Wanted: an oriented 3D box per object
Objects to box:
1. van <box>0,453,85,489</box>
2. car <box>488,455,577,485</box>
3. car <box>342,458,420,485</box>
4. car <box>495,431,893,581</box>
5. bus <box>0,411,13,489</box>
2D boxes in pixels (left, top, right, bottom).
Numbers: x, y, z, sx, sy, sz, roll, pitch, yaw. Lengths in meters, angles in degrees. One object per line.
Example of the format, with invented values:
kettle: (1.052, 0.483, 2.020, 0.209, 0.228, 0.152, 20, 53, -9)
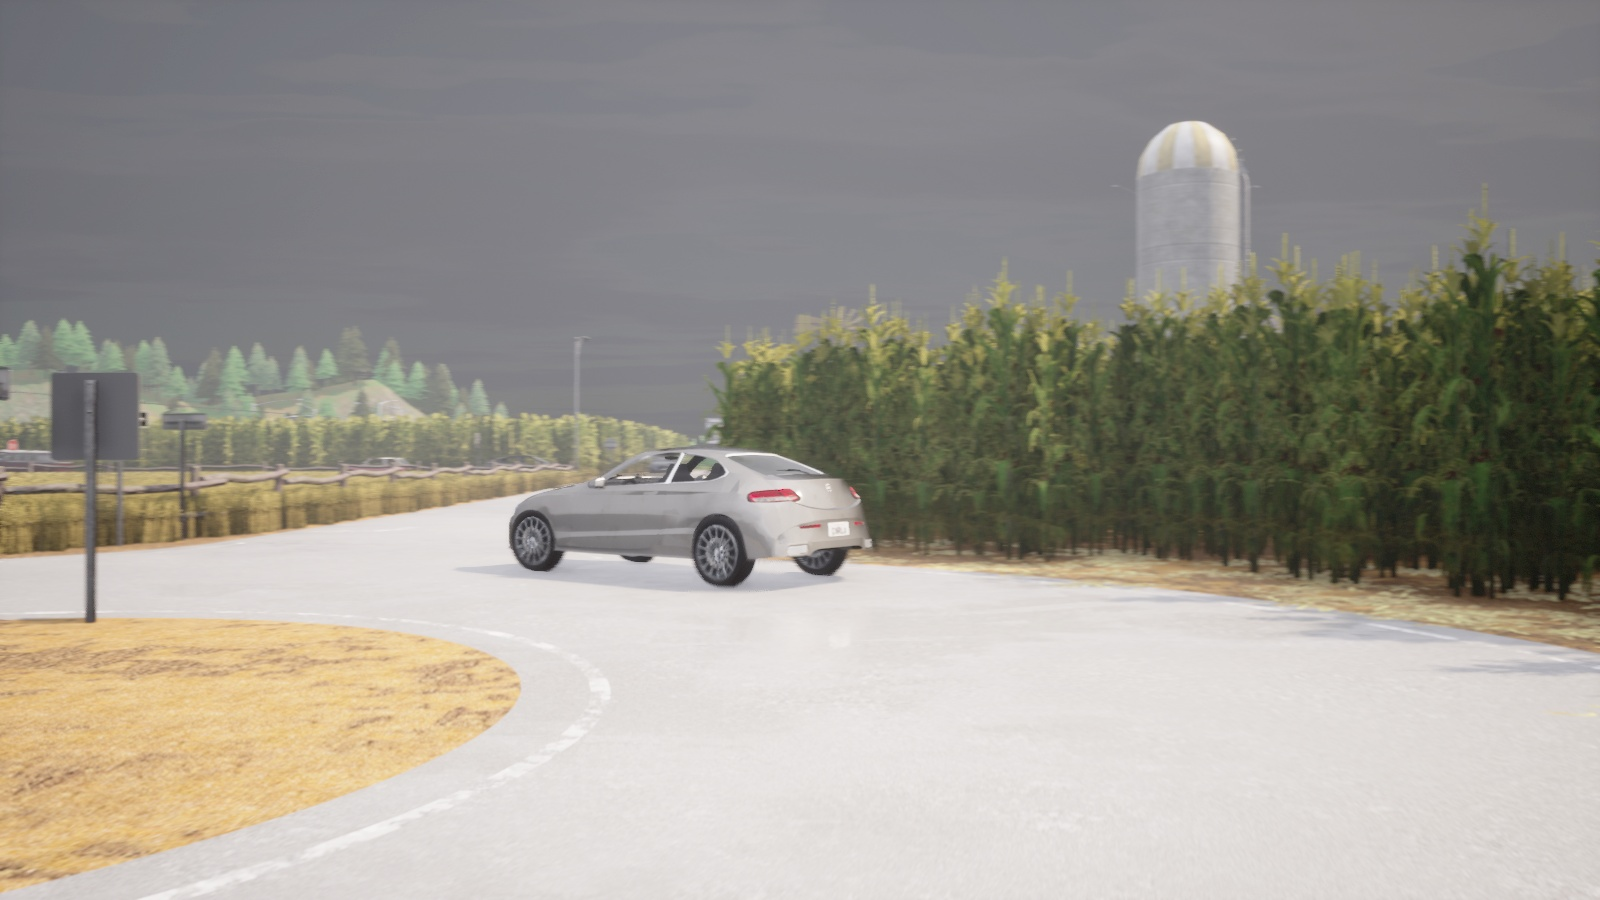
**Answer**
van: (-43.327, 1.177, 71.228, 4.442, 1.987, 1.775, 1, -1, 0)
car: (-14.567, 1.070, 68.529, 4.514, 1.525, 2.007, -1, 0, -3)
car: (-23.801, 1.227, 71.398, 3.806, 1.475, 1.970, -1, 0, -1)
car: (-1.486, 0.633, 16.207, 5.027, 1.651, 2.152, -1, 0, 39)
bus: (-49.343, 0.034, 68.636, 10.273, 4.253, 3.944, 0, 0, -25)
